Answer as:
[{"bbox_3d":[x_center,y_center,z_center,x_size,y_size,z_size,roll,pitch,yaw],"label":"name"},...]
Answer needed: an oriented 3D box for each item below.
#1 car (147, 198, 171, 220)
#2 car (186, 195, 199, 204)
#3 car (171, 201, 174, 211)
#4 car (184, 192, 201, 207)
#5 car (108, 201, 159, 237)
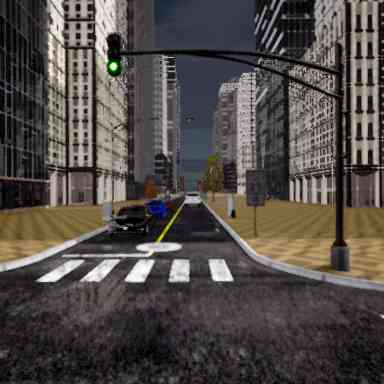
[{"bbox_3d":[-3.086,1.373,27.330,1.882,1.535,5.008,0,0,0],"label":"car"},{"bbox_3d":[0.101,1.293,57.965,2.033,1.411,5.357,0,0,0],"label":"car"},{"bbox_3d":[-3.076,1.417,37.207,1.994,1.385,4.181,0,0,0],"label":"car"},{"bbox_3d":[0.115,1.016,46.725,2.150,2.045,5.566,0,0,1],"label":"car"},{"bbox_3d":[-3.095,1.442,17.807,1.837,1.490,4.892,0,0,0],"label":"car"}]
